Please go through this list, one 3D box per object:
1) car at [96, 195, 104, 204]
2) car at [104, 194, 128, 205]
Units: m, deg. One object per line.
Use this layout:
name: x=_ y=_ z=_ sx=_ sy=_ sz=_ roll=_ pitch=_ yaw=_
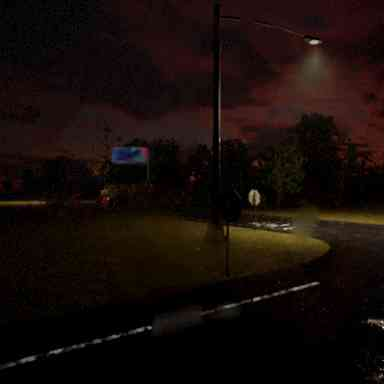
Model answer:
car: x=-16.034 y=1.299 z=61.135 sx=2.097 sy=1.767 sz=4.553 roll=0 pitch=0 yaw=-34
car: x=-12.557 y=1.309 z=56.055 sx=2.097 sy=1.767 sz=4.553 roll=0 pitch=0 yaw=-34
